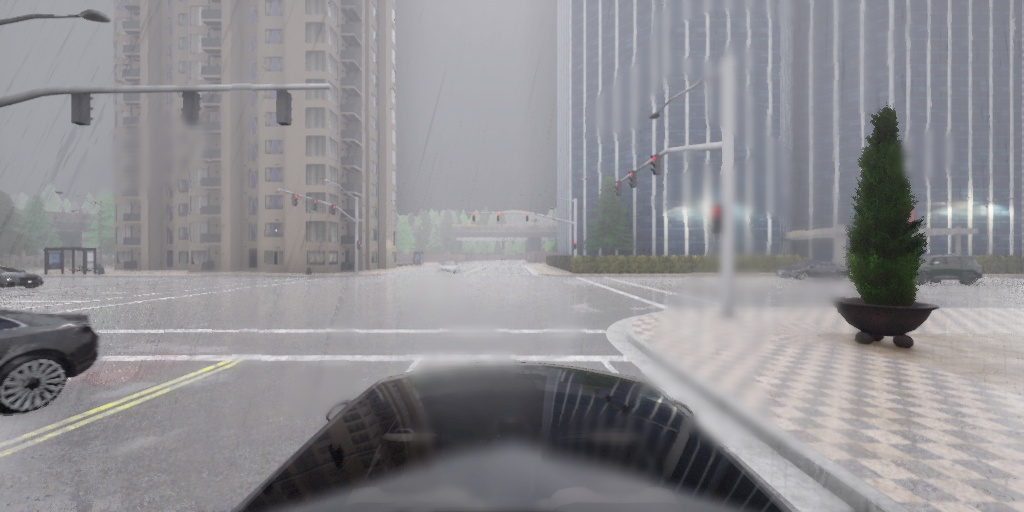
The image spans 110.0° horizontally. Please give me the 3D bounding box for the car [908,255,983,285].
[{"bbox_3d":[29.257,0.960,25.143,5.566,2.045,2.150,0,0,-1],"label":"car"}]

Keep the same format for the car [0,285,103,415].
[{"bbox_3d":[-7.000,1.257,3.189,2.128,1.511,4.902,0,0,0],"label":"car"}]

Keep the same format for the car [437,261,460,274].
[{"bbox_3d":[-6.973,1.311,40.345,1.812,1.442,4.674,0,1,0],"label":"car"}]

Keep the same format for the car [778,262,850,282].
[{"bbox_3d":[23.993,1.229,28.594,4.902,1.511,2.128,0,0,-1],"label":"car"}]

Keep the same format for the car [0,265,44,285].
[{"bbox_3d":[-30.531,1.245,20.873,4.892,1.490,1.837,0,0,0],"label":"car"}]
